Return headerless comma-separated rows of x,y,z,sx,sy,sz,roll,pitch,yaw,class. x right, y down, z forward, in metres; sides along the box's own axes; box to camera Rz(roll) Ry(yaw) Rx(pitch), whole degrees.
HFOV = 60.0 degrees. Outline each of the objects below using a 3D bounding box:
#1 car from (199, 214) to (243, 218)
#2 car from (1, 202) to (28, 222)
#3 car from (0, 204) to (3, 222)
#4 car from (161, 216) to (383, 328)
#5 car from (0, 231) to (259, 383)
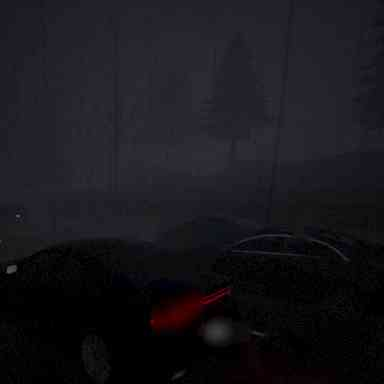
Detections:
0.788,1.558,12.402,4.674,1.442,1.812,0,0,39,car
-15.301,1.639,27.934,1.837,1.490,4.892,0,0,-42,car
-13.864,1.635,21.166,1.812,1.442,4.674,0,0,-44,car
1.911,1.504,7.067,4.902,1.511,2.128,0,0,37,car
-1.658,1.498,5.417,5.008,1.535,1.882,-1,0,38,car
